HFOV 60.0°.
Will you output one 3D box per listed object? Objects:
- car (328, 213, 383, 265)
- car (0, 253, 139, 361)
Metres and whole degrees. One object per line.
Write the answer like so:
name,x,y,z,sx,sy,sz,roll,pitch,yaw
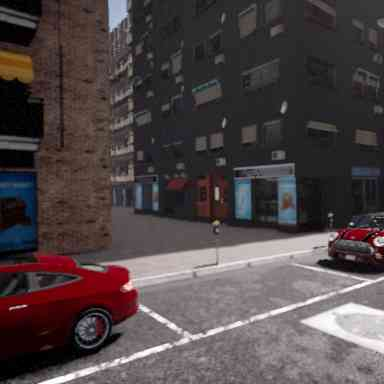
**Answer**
car,6.340,1.430,11.083,4.097,1.590,1.967,0,-1,-35
car,-2.787,1.582,4.583,4.206,1.307,1.802,0,-1,-35
